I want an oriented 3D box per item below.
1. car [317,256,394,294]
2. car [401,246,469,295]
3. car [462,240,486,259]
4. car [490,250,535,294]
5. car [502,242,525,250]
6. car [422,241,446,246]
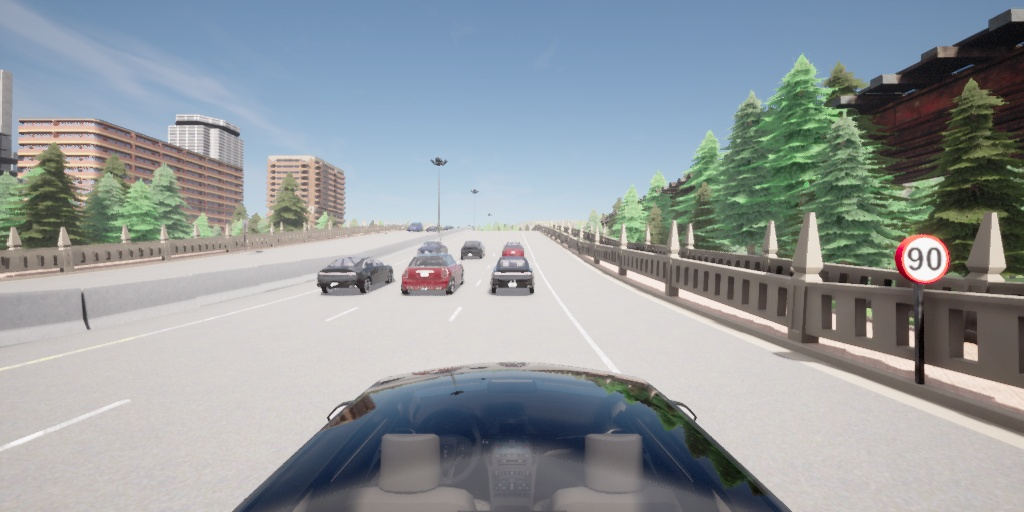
[{"bbox_3d":[-6.961,0.755,16.457,2.128,1.511,4.902,0,4,0],"label":"car"},{"bbox_3d":[-3.462,0.627,16.397,2.097,1.767,4.553,0,4,0],"label":"car"},{"bbox_3d":[-3.379,-0.630,31.423,1.837,1.490,4.892,0,7,0],"label":"car"},{"bbox_3d":[0.039,0.755,16.418,2.128,1.511,4.902,0,4,0],"label":"car"},{"bbox_3d":[0.118,-0.559,31.274,1.994,1.385,4.181,0,6,0],"label":"car"},{"bbox_3d":[-6.880,-0.568,31.311,2.033,1.411,5.357,0,6,0],"label":"car"}]
